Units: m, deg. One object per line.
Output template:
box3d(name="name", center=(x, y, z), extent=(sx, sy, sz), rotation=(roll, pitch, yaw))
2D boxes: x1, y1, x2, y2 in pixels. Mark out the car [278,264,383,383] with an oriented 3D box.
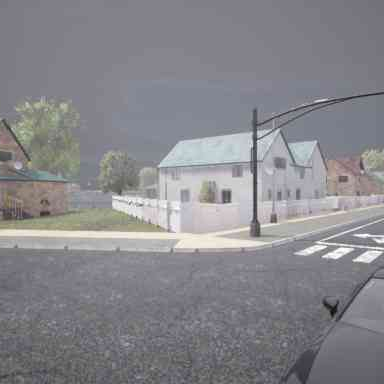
box3d(name="car", center=(2.526, 1.524, 3.407), extent=(1.812, 1.442, 4.674), rotation=(0, 0, 42))
